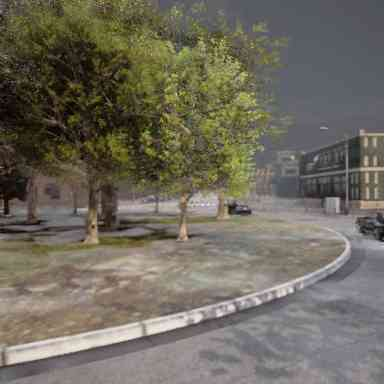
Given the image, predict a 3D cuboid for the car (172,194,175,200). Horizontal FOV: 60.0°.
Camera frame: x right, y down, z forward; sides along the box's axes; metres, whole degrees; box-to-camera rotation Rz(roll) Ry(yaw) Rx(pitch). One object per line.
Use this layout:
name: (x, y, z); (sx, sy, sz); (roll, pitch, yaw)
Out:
car: (-7.166, 1.364, 79.720); (4.553, 1.767, 2.185); (0, 0, 9)

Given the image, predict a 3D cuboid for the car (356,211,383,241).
car: (9.541, 1.582, 16.182); (1.895, 1.301, 4.718); (0, 0, 12)

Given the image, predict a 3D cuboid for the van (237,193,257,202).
van: (12.357, 1.150, 74.991); (4.442, 1.987, 1.878); (0, 1, 9)

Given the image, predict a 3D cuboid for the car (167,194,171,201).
car: (-8.020, 1.537, 74.275); (5.008, 1.535, 2.097); (0, 0, 9)

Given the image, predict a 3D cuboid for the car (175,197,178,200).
car: (-6.791, 1.464, 82.458); (4.892, 1.521, 2.231); (0, 0, 9)

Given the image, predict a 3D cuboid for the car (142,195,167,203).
car: (-8.396, 1.431, 71.537); (4.553, 1.767, 2.185); (0, 0, 9)

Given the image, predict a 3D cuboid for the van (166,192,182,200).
van: (-5.033, 1.113, 93.343); (4.442, 1.987, 1.878); (0, 1, 9)

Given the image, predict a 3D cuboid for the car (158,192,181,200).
car: (-5.996, 1.150, 87.911); (5.566, 2.045, 2.435); (0, 1, 9)

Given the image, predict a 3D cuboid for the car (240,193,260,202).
car: (11.199, 1.460, 66.730); (4.792, 1.488, 2.163); (0, 0, 9)

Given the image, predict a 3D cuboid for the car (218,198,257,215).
car: (4.463, 1.629, 34.904); (1.994, 1.385, 4.181); (0, 0, -25)

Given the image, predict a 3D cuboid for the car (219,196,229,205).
car: (5.950, 1.522, 61.231); (1.837, 1.490, 4.892); (-1, 0, 6)
